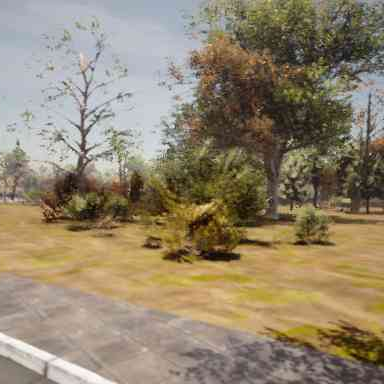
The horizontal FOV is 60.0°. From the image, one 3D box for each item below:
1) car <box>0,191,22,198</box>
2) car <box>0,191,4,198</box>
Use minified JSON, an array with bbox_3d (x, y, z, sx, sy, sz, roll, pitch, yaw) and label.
[{"bbox_3d":[-35.620,0.461,64.902,2.033,1.411,5.357,3,-1,11],"label":"car"},{"bbox_3d":[-39.177,0.342,64.913,1.994,1.385,4.181,3,-1,11],"label":"car"}]
